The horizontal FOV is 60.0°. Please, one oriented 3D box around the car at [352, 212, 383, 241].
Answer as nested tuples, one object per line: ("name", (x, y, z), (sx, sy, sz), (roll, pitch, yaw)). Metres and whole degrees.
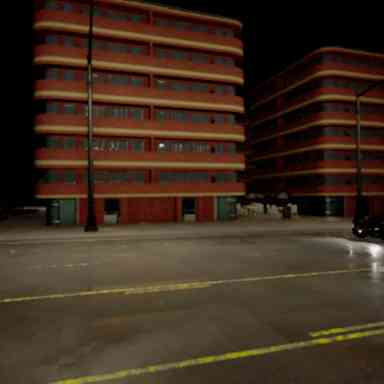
("car", (10.779, 1.752, 17.570), (4.892, 1.490, 1.837), (0, -1, -19))
